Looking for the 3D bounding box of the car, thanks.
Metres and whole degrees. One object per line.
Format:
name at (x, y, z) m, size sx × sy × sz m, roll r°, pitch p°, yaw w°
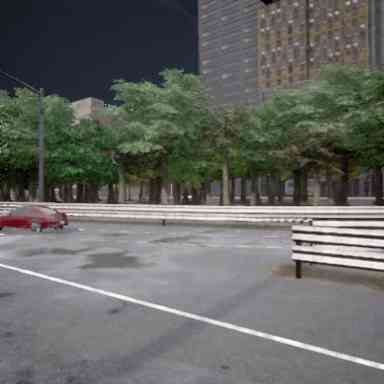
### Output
car at (-9.296, 1.509, 19.178) m, size 4.674 × 1.442 × 1.812 m, roll 0°, pitch 0°, yaw 21°
